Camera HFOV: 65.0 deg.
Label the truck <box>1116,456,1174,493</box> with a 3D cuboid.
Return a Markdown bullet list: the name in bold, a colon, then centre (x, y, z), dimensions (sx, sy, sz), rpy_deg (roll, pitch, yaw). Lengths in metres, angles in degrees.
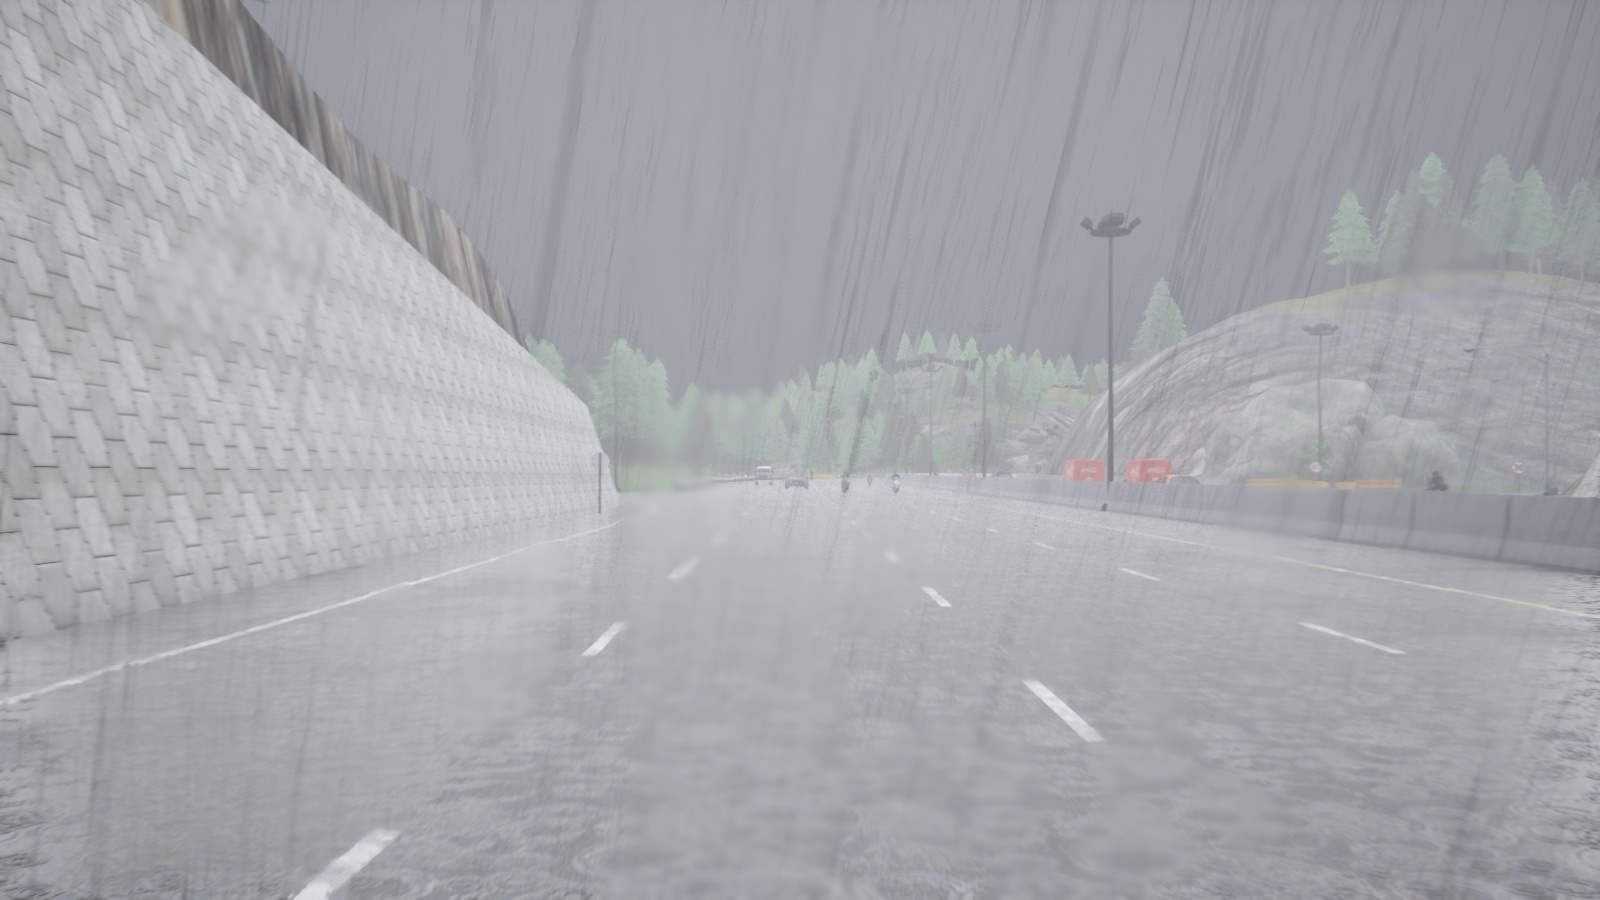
- **truck**: centre (24.283, 1.712, 88.552), dimensions (2.627, 2.467, 5.204), rpy_deg (0, -1, 0)

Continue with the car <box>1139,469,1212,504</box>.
- **car**: centre (17.358, 1.657, 58.308), dimensions (1.801, 1.575, 5.366), rpy_deg (0, -1, 0)

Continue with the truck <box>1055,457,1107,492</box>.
- **truck**: centre (20.772, 1.803, 93.140), dimensions (2.627, 2.467, 5.204), rpy_deg (0, -1, 0)
